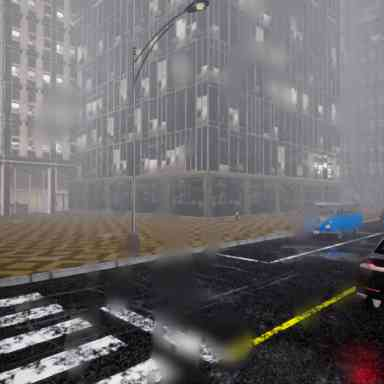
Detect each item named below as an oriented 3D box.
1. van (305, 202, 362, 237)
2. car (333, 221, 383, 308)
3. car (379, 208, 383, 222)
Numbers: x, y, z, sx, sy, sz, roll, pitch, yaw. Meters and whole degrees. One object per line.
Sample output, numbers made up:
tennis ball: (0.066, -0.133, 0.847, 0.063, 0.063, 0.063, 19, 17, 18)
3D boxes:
van: (7.433, 1.395, 17.324, 3.998, 1.788, 1.690, 0, 0, -44)
car: (5.073, 1.503, 6.937, 4.902, 1.511, 2.128, 0, 0, -44)
car: (15.669, 1.610, 25.173, 4.507, 1.381, 1.887, 0, 0, -44)
